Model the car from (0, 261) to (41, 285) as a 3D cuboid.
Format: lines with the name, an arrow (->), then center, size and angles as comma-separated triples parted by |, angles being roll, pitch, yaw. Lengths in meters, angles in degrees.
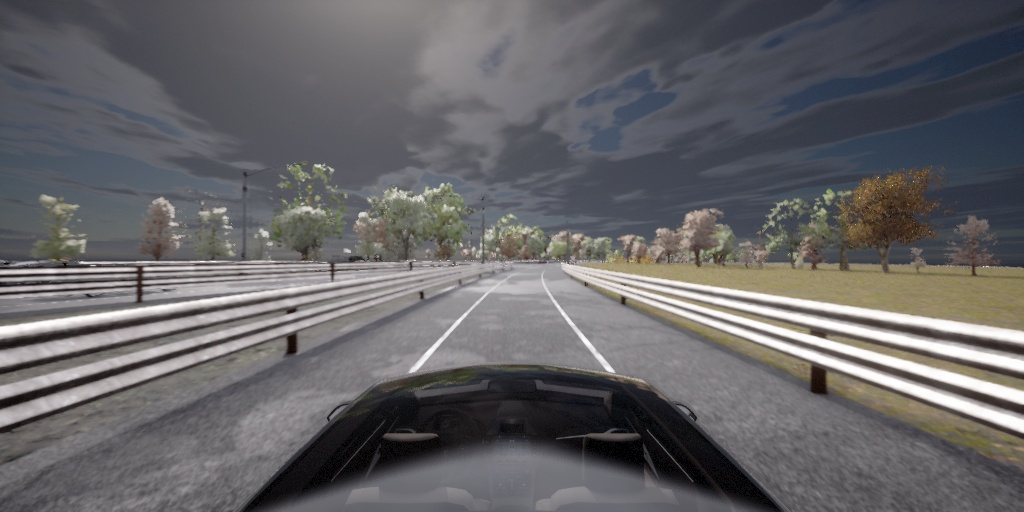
car -> -21.401, 0.994, 17.069 | 1.837, 1.490, 4.892 | 0, -1, 12

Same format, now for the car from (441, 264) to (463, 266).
car -> -8.909, 1.419, 54.157 | 2.033, 1.411, 5.357 | 0, -1, 15

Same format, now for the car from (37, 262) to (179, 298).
car -> -17.938, 1.063, 16.516 | 1.994, 1.385, 4.181 | 0, -1, 12

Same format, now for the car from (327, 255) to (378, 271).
car -> -16.748, 0.916, 37.583 | 2.150, 2.045, 5.566 | 0, -1, 14
